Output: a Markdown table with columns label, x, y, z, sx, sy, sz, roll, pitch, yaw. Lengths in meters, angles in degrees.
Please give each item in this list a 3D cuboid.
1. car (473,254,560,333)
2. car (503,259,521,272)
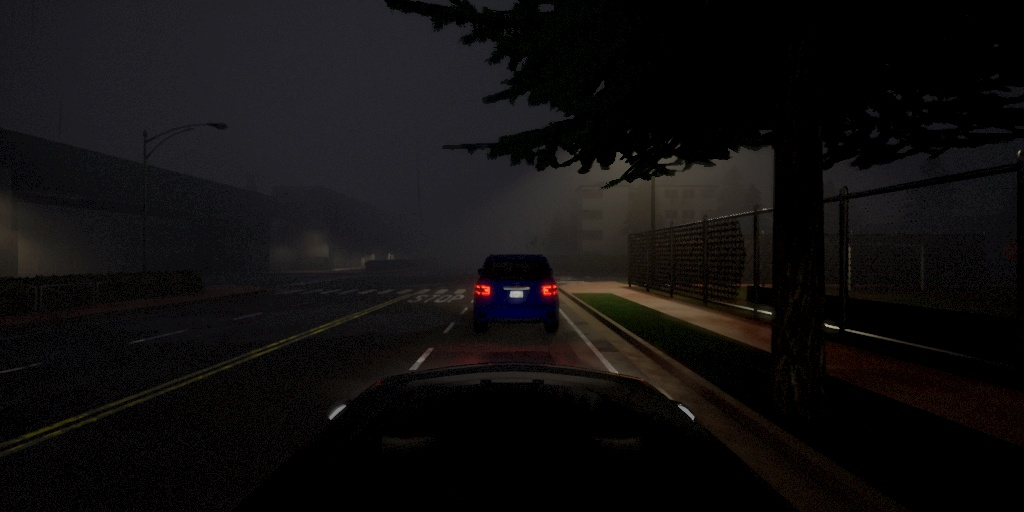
| label | x | y | z | sx | sy | sz | roll | pitch | yaw |
| --- | --- | --- | --- | --- | --- | --- | --- | --- | --- |
| car | 0.111 | 0.967 | 10.889 | 2.150 | 2.045 | 5.566 | 0 | 0 | 0 |
| car | 0.005 | 1.222 | 45.736 | 2.128 | 1.511 | 4.902 | 0 | 0 | 0 |
